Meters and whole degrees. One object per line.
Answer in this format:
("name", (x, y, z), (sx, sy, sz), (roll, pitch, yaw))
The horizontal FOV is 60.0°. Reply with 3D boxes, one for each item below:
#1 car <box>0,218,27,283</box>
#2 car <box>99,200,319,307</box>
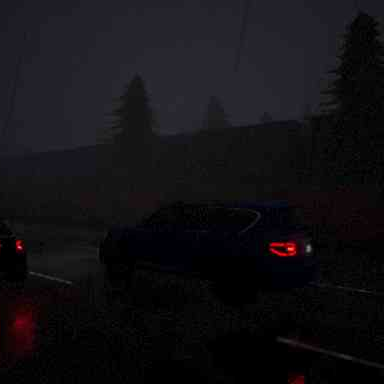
("car", (-6.230, 1.338, 8.461), (4.553, 1.767, 2.097), (0, 0, 35))
("car", (0.153, 1.216, 8.192), (5.566, 2.045, 2.150), (0, 0, 36))
